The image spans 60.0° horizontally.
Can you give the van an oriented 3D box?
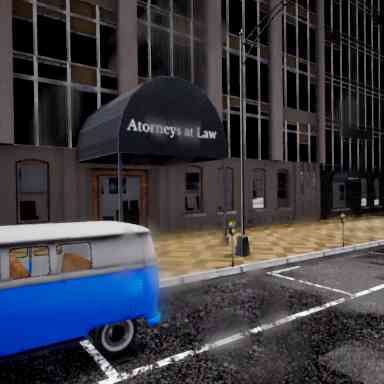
[{"bbox_3d":[-2.377,1.341,4.421,3.998,1.788,1.690,0,-1,-36],"label":"van"}]
